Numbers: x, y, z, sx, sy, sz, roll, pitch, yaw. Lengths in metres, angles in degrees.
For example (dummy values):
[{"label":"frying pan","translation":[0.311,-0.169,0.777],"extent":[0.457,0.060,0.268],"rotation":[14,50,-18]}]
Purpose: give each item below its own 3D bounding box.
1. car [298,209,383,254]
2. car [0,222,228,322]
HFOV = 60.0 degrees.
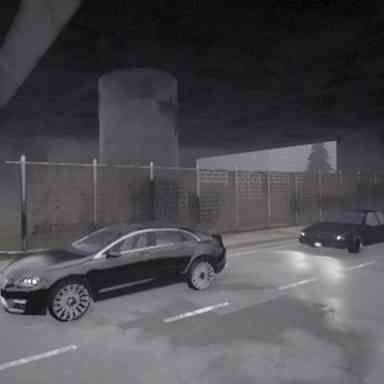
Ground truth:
[{"label":"car","translation":[6.522,1.408,13.144],"extent":[5.357,1.411,2.033],"rotation":[-1,0,-36]},{"label":"car","translation":[-1.419,1.461,7.307],"extent":[4.902,1.511,2.128],"rotation":[-1,0,-36]}]
